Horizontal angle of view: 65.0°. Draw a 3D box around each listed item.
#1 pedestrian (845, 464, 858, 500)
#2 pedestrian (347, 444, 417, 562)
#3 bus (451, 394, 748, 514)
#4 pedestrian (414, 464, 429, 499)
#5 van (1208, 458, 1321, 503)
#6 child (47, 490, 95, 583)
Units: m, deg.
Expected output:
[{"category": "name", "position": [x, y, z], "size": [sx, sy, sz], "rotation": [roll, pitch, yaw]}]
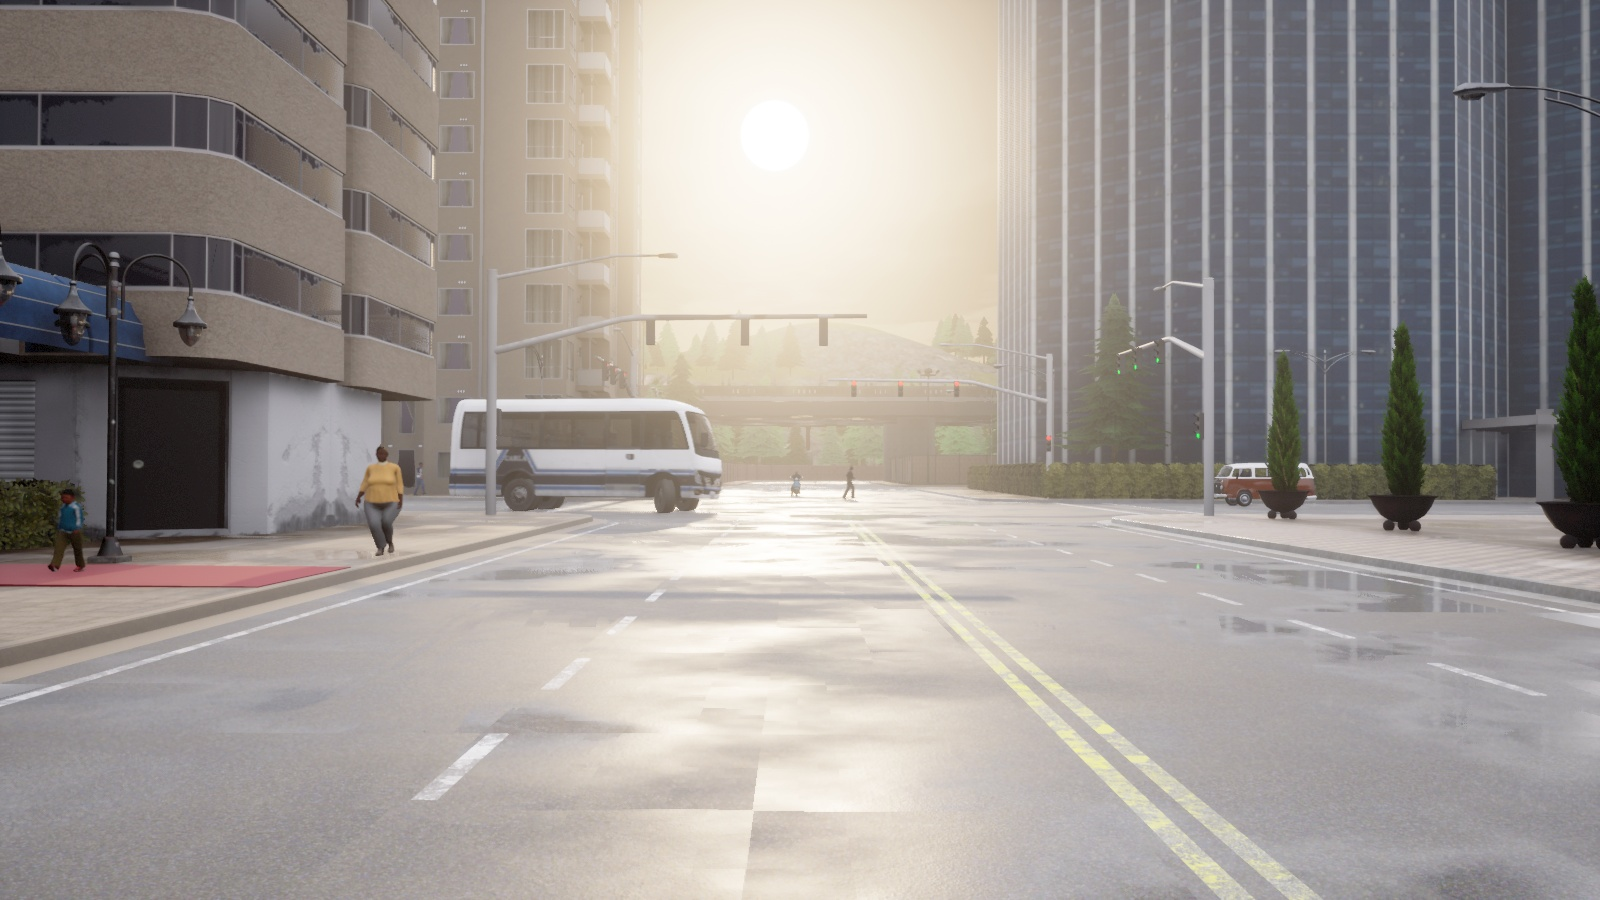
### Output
[{"category": "pedestrian", "position": [2.757, 1.697, 67.141], "size": [0.666, 1.930, 0.402], "rotation": [0, -1, 3]}, {"category": "pedestrian", "position": [-6.712, 0.838, 20.202], "size": [0.874, 1.855, 0.900], "rotation": [0, -1, -5]}, {"category": "bus", "position": [-7.482, 0.262, 47.416], "size": [10.273, 4.253, 3.944], "rotation": [0, -3, 13]}, {"category": "pedestrian", "position": [-20.260, 1.679, 67.176], "size": [0.706, 1.836, 0.354], "rotation": [0, -1, -1]}, {"category": "van", "position": [21.638, 1.433, 58.627], "size": [4.480, 2.038, 2.069], "rotation": [0, -1, -1]}, {"category": "child", "position": [-9.615, 1.134, 16.572], "size": [0.343, 1.192, 0.448], "rotation": [0, -1, 4]}]
